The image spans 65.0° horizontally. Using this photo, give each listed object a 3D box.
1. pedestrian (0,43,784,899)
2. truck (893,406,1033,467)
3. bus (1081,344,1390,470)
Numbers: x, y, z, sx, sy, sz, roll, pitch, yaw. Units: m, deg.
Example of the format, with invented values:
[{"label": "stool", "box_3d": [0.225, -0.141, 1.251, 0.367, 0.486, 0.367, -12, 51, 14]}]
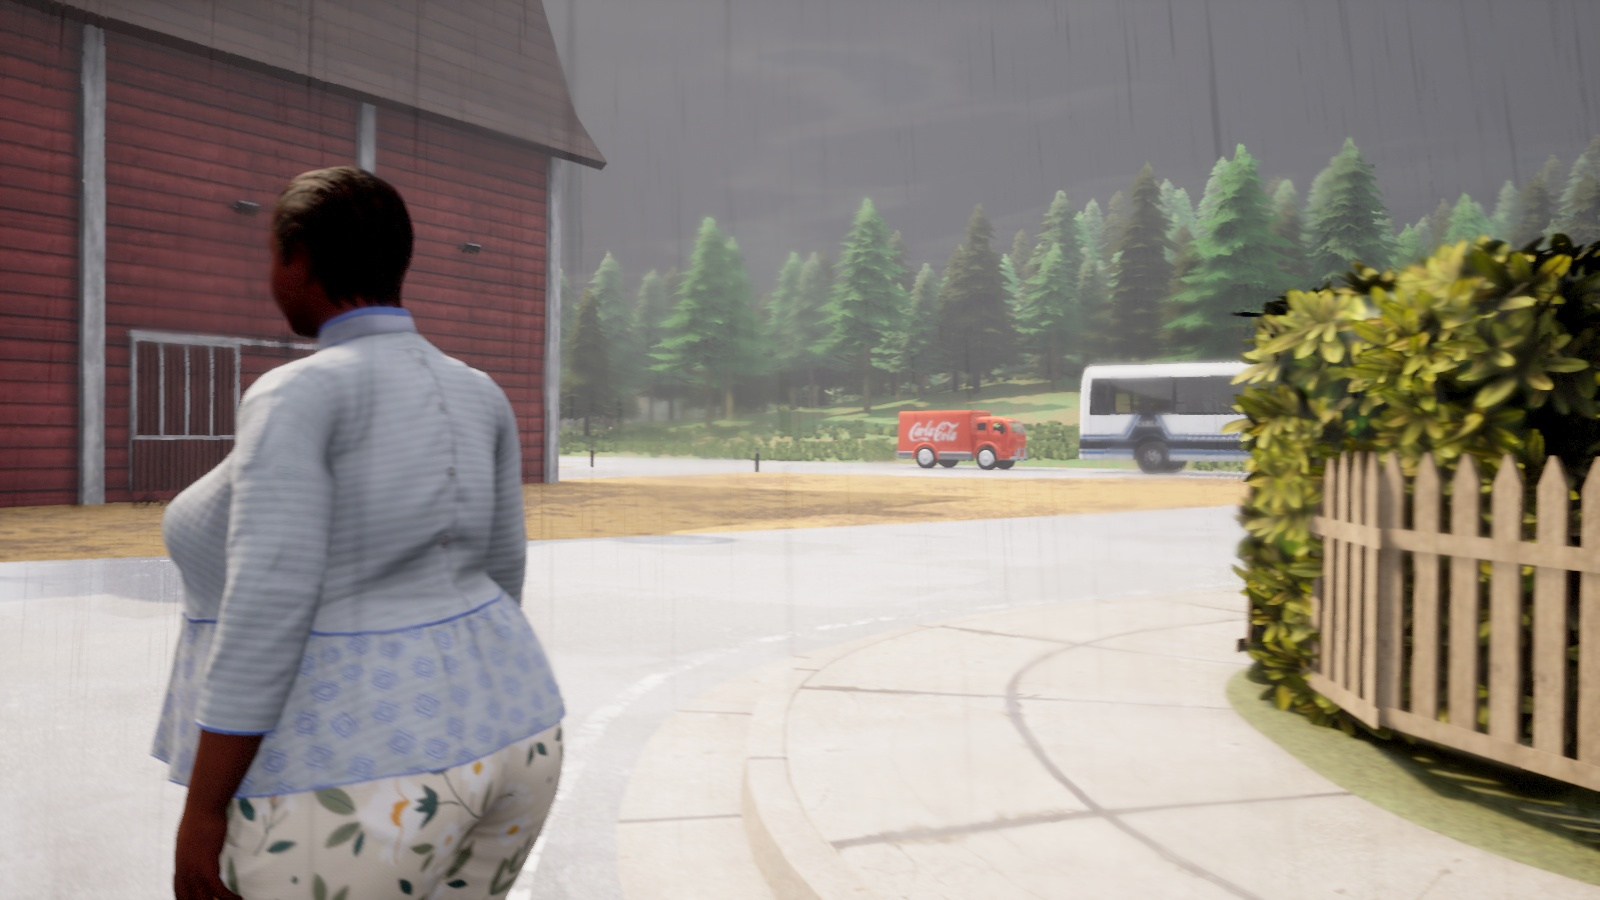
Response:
[{"label": "pedestrian", "box_3d": [-0.621, 0.502, 1.896, 0.900, 1.855, 0.874, 0, 1, 25]}, {"label": "truck", "box_3d": [6.858, -0.547, 52.931, 5.204, 2.467, 2.627, -1, 0, 31]}, {"label": "bus", "box_3d": [16.226, -1.452, 47.148, 10.273, 4.253, 3.944, -1, 0, 32]}]
